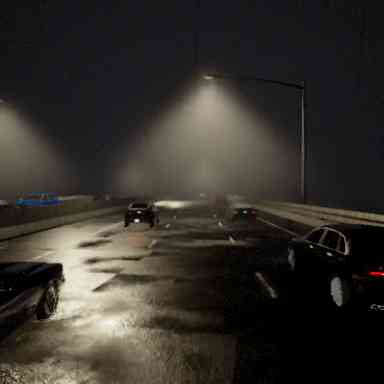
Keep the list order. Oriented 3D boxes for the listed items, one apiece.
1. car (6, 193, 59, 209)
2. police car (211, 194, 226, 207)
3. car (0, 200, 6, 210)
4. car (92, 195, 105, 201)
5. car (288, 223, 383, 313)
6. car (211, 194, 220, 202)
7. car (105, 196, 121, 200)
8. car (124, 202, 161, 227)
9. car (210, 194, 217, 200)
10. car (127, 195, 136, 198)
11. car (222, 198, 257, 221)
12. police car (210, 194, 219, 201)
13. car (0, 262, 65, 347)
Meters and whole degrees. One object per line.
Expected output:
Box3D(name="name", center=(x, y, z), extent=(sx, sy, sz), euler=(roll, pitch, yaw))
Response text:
Box3D(name="car", center=(-13.812, 1.143, 29.771), extent=(2.150, 2.045, 5.566), euler=(0, 0, 1))
Box3D(name="police car", center=(4.264, 1.295, 49.913), extent=(1.930, 1.638, 5.238), euler=(0, 0, 2))
Box3D(name="car", center=(-17.327, 1.412, 28.782), extent=(2.128, 1.511, 4.902), euler=(0, 0, 1))
Box3D(name="car", center=(-19.538, 1.368, 69.990), extent=(1.812, 1.442, 4.674), euler=(0, 0, 2))
Box3D(name="car", center=(3.630, 1.481, 7.605), extent=(1.837, 1.490, 4.892), euler=(0, 0, 0))
Box3D(name="car", center=(5.058, 1.316, 71.825), extent=(1.801, 1.575, 5.366), euler=(0, 0, 2))
Box3D(name="car", center=(-16.043, 1.440, 69.806), extent=(1.895, 1.301, 4.718), euler=(0, 0, 2))
Box3D(name="car", center=(-3.233, 1.443, 22.129), extent=(1.837, 1.490, 4.892), euler=(0, 0, 1))
Box3D(name="car", center=(6.116, 1.386, 93.454), extent=(1.837, 1.490, 4.892), euler=(0, 0, 3))
Box3D(name="car", center=(-12.545, 1.398, 69.683), extent=(1.994, 1.385, 4.181), euler=(0, 0, 2))
Box3D(name="car", center=(3.825, 1.475, 26.209), extent=(2.033, 1.411, 5.357), euler=(0, 0, 1))
Box3D(name="police car", center=(5.554, 1.294, 82.656), extent=(1.930, 1.638, 5.238), euler=(0, 0, 3))
Box3D(name="car", center=(-3.385, 1.586, 4.334), extent=(1.895, 1.301, 4.718), euler=(0, 0, 0))
